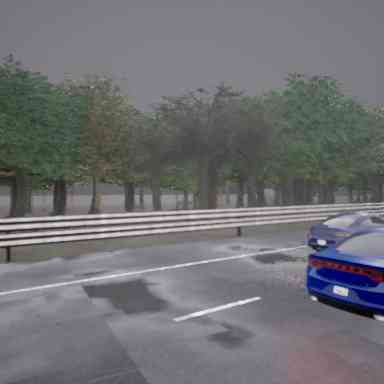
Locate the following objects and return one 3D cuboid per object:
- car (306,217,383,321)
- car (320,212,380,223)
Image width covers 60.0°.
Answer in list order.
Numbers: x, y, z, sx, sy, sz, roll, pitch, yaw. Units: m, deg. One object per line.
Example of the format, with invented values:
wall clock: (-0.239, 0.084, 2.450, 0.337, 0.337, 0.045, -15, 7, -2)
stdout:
car: (4.454, 1.449, 6.821, 5.008, 1.535, 1.882, 0, 0, -35)
car: (6.171, 1.478, 12.246, 4.674, 1.442, 1.812, 0, 0, -34)
